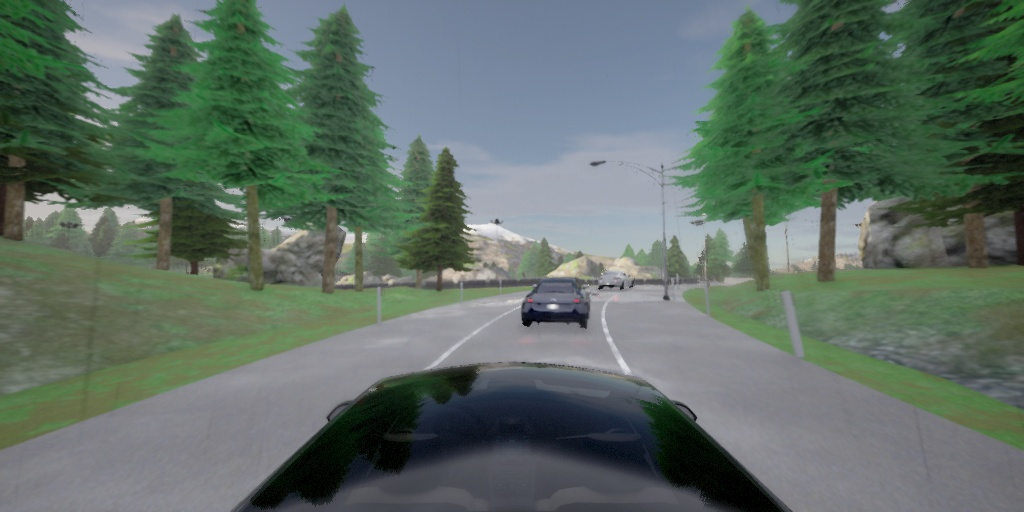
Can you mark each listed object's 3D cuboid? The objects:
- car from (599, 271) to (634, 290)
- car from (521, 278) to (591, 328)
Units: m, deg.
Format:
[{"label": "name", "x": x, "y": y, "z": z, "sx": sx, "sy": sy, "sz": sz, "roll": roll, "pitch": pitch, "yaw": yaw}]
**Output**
[{"label": "car", "x": 8.157, "y": 1.890, "z": 28.062, "sx": 1.812, "sy": 1.442, "sz": 4.674, "roll": -3, "pitch": -4, "yaw": 31}, {"label": "car", "x": 1.573, "y": 1.416, "z": 11.911, "sx": 1.994, "sy": 1.385, "sz": 4.181, "roll": -1, "pitch": -1, "yaw": 13}]
